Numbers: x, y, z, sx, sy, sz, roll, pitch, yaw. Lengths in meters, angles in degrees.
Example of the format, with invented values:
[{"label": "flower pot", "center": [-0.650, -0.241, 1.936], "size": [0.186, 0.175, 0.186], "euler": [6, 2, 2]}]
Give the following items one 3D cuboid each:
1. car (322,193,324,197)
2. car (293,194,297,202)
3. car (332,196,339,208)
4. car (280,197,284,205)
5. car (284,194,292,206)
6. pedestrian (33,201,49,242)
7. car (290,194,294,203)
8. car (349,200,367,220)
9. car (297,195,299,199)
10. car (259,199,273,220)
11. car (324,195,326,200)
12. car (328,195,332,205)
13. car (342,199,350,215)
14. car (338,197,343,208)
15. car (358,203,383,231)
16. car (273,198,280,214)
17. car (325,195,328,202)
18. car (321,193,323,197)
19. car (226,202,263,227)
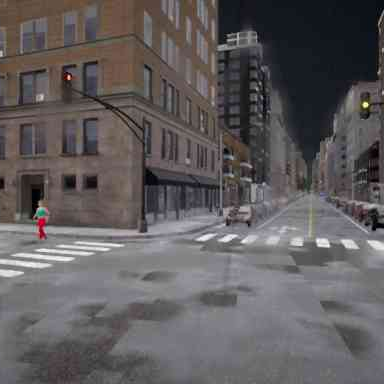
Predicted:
[{"label": "car", "center": [33.992, 1.419, 82.434], "size": [1.967, 1.590, 4.097], "euler": [1, 0, 20]}, {"label": "car", "center": [20.349, 1.551, 69.690], "size": [1.947, 1.339, 4.313], "euler": [1, 0, 20]}, {"label": "car", "center": [20.893, 1.559, 46.003], "size": [1.947, 1.339, 4.313], "euler": [1, 0, 20]}, {"label": "car", "center": [9.125, 1.540, 38.470], "size": [1.887, 1.381, 4.507], "euler": [1, 0, 20]}, {"label": "car", "center": [14.680, 1.517, 53.920], "size": [1.752, 1.417, 4.829], "euler": [1, 0, 20]}, {"label": "pedestrian", "center": [-6.589, 1.266, 14.574], "size": [0.375, 1.860, 0.375], "euler": [0, -1, 19]}, {"label": "car", "center": [16.608, 1.555, 59.283], "size": [1.947, 1.339, 4.313], "euler": [1, 0, 20]}, {"label": "car", "center": [13.408, 1.543, 25.184], "size": [1.887, 1.381, 4.507], "euler": [1, 0, 20]}, {"label": "car", "center": [22.222, 1.297, 74.892], "size": [2.192, 1.841, 5.009], "euler": [1, 0, 20]}, {"label": "car", "center": [5.383, 1.563, 28.064], "size": [1.947, 1.339, 4.313], "euler": [1, 0, 20]}, {"label": "car", "center": [30.248, 1.565, 72.026], "size": [1.802, 1.307, 4.206], "euler": [1, 0, 20]}, {"label": "car", "center": [24.635, 1.540, 56.412], "size": [2.008, 1.369, 4.403], "euler": [1, 0, 20]}, {"label": "car", "center": [15.279, 1.548, 30.389], "size": [2.008, 1.369, 4.403], "euler": [1, 0, 20]}, {"label": "car", "center": [17.151, 1.541, 35.593], "size": [1.887, 1.381, 4.507], "euler": [1, 0, 20]}, {"label": "car", "center": [11.537, 1.565, 19.980], "size": [1.947, 1.339, 4.313], "euler": [1, 0, 20]}, {"label": "car", "center": [7.254, 1.547, 33.267], "size": [2.008, 1.369, 4.403], "euler": [1, 0, 20]}, {"label": "car", "center": [28.377, 1.551, 66.821], "size": [1.947, 1.339, 4.313], "euler": [1, 0, 20]}, {"label": "car", "center": [35.863, 1.417, 87.638], "size": [1.967, 1.590, 4.097], "euler": [1, 0, 20]}, {"label": "car", "center": [3.513, 1.580, 22.860], "size": [1.802, 1.307, 4.206], "euler": [1, 0, 20]}]
